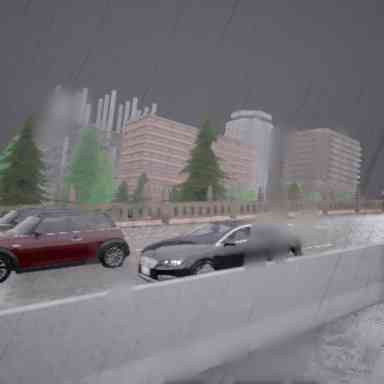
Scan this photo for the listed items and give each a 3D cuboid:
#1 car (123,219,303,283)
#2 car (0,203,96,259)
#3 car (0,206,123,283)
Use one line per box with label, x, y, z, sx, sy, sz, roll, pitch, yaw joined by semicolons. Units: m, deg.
car;0.942;1.525;8.964;4.902;1.511;2.128;0;0;-35
car;-6.207;1.364;12.462;4.553;1.767;2.097;0;0;-36
car;-4.175;1.364;9.612;4.553;1.767;2.097;0;0;-36
